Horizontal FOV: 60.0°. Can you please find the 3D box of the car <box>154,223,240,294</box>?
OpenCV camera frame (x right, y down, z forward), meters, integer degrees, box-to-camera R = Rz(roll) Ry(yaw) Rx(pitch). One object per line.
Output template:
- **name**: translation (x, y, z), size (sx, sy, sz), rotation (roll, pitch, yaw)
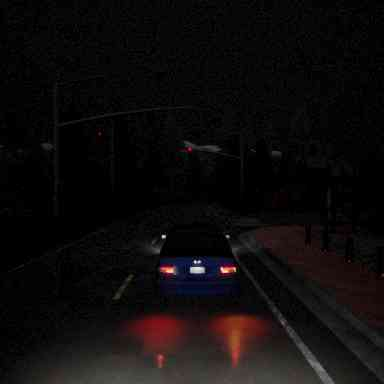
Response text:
- **car**: translation (0.101, 1.547, 8.899), size (2.033, 1.411, 5.357), rotation (0, 0, 0)
